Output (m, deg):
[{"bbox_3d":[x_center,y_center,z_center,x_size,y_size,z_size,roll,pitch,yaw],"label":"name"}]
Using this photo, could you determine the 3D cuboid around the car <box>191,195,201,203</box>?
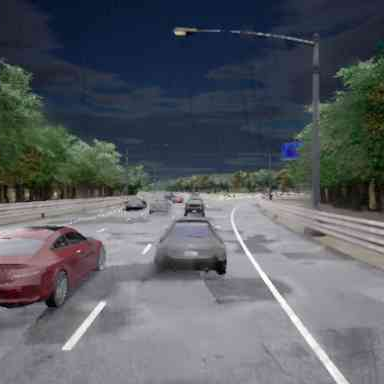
[{"bbox_3d":[0.782,1.408,67.566,1.812,1.442,4.674,0,0,0],"label":"car"}]

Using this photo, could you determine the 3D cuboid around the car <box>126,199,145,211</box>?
[{"bbox_3d":[-6.517,1.474,39.365,1.994,1.385,4.181,0,0,1],"label":"car"}]

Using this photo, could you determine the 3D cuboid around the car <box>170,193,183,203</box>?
[{"bbox_3d":[-2.643,1.439,63.792,1.994,1.385,4.181,0,0,0],"label":"car"}]

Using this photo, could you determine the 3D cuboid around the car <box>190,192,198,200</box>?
[{"bbox_3d":[0.542,1.137,90.571,2.150,2.045,5.566,0,0,-2],"label":"car"}]

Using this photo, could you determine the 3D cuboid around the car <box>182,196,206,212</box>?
[{"bbox_3d":[0.260,1.450,31.954,1.837,1.490,4.892,0,0,1],"label":"car"}]

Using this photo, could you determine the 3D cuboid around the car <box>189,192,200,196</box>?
[{"bbox_3d":[0.572,1.249,49.746,2.097,1.767,4.553,0,0,1],"label":"car"}]

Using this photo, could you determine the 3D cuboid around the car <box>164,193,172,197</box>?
[{"bbox_3d":[-6.397,1.396,87.977,1.837,1.490,4.892,0,0,-1],"label":"car"}]

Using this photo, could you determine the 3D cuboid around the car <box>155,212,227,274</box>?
[{"bbox_3d":[-0.020,1.559,10.578,1.994,1.385,4.181,0,0,0],"label":"car"}]

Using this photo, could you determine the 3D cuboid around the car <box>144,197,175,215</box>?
[{"bbox_3d":[-3.119,1.481,33.262,2.033,1.411,5.357,0,0,1],"label":"car"}]

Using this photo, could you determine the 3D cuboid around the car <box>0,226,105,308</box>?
[{"bbox_3d":[-3.427,1.515,7.736,1.812,1.442,4.674,0,0,0],"label":"car"}]
